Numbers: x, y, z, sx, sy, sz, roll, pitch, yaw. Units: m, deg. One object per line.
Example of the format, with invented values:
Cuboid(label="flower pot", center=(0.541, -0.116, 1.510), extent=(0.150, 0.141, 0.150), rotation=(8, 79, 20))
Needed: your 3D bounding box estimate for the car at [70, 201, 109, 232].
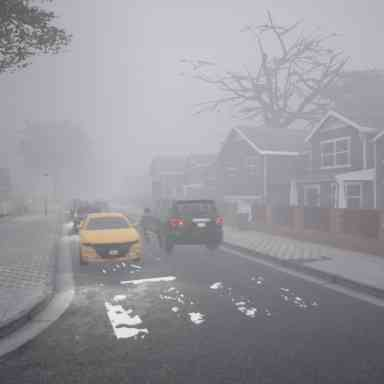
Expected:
Cuboid(label="car", center=(-6.486, 1.566, 20.936), extent=(1.837, 1.490, 4.892), rotation=(-1, 0, -21))

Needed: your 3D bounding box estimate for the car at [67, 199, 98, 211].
Cuboid(label="car", center=(-10.081, 1.579, 30.200), extent=(2.128, 1.511, 4.902), rotation=(-1, 0, -21))

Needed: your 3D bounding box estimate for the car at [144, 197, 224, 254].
Cuboid(label="car", center=(-0.648, 1.237, 14.047), extent=(2.150, 2.045, 5.566), rotation=(-1, 0, -21))

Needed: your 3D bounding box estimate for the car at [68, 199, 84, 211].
Cuboid(label="car", center=(-15.377, 1.651, 44.016), extent=(1.837, 1.490, 4.892), rotation=(-1, -1, -21))

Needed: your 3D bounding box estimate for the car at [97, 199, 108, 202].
Cuboid(label="car", center=(-11.847, 1.585, 42.708), extent=(1.882, 1.535, 5.008), rotation=(-1, 0, -21))

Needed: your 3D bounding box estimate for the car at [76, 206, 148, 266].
Cuboid(label="car", center=(-3.141, 1.519, 12.183), extent=(1.882, 1.535, 5.008), rotation=(-1, 0, -19))
